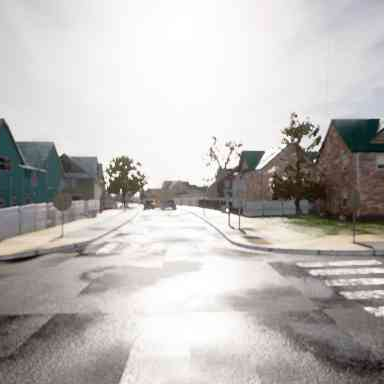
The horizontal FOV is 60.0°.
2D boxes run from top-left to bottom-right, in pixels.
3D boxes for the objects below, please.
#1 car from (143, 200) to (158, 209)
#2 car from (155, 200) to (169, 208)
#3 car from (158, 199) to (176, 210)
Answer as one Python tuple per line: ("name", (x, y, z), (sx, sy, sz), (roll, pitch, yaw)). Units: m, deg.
("car", (-7.180, 2.128, 55.915), (1.837, 1.490, 4.892), (0, -1, -10))
("car", (-5.647, 2.210, 62.170), (1.882, 1.535, 5.008), (0, -1, -12))
("car", (-3.718, 1.912, 52.235), (2.097, 1.767, 4.553), (0, -1, -10))
